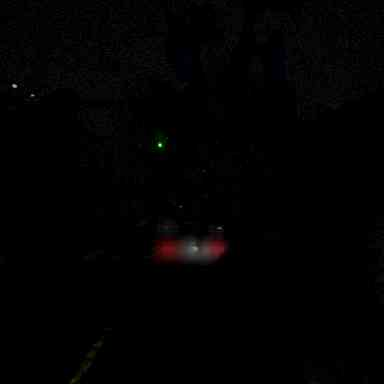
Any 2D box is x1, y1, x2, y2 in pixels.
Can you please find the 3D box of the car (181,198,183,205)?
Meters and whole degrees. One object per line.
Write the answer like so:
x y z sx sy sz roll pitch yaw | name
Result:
-2.773 1.789 65.983 2.033 1.411 5.357 0 -1 0 | car

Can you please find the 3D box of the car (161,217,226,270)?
0.054 1.543 10.966 2.033 1.411 5.357 0 0 0 | car

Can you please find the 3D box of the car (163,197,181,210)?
-2.854 1.547 45.105 1.882 1.535 5.008 0 0 0 | car

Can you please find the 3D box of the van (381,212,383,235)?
11.765 1.604 16.722 3.998 1.788 1.690 1 1 0 | van
